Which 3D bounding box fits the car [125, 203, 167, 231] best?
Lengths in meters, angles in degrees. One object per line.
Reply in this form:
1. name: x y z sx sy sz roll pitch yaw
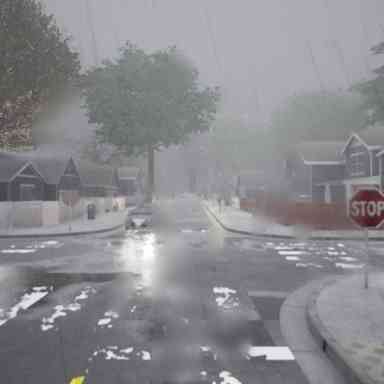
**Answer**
1. car: -2.749 1.491 20.794 2.128 1.511 4.902 0 0 5
